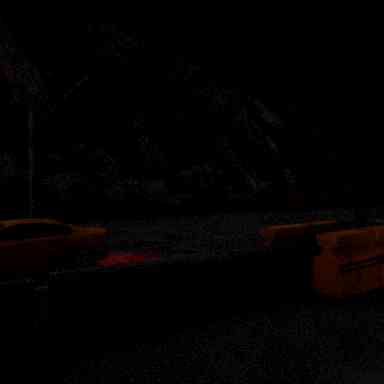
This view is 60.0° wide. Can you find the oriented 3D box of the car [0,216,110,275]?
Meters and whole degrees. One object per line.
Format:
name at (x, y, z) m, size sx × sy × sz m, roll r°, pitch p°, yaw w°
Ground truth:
car at (-4.820, 1.478, 9.205) m, size 5.008 × 1.535 × 1.882 m, roll 0°, pitch 0°, yaw -36°
